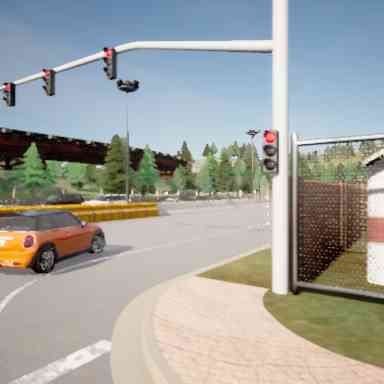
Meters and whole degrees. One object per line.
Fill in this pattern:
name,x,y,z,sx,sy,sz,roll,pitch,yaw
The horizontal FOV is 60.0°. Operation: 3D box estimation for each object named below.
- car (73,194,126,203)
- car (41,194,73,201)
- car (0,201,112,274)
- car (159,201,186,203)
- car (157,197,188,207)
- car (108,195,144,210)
car,-8.217,1.218,32.032,2.150,2.045,5.566,0,0,34
car,-14.136,1.212,35.777,2.150,2.045,5.566,0,0,34
car,-4.637,1.349,10.841,2.097,1.767,4.553,1,0,11
car,-2.574,1.528,40.520,1.812,1.442,4.674,0,0,34
car,-2.942,1.551,52.551,2.033,1.411,5.357,0,0,34
car,-8.665,1.349,43.994,2.097,1.767,4.553,0,0,34
